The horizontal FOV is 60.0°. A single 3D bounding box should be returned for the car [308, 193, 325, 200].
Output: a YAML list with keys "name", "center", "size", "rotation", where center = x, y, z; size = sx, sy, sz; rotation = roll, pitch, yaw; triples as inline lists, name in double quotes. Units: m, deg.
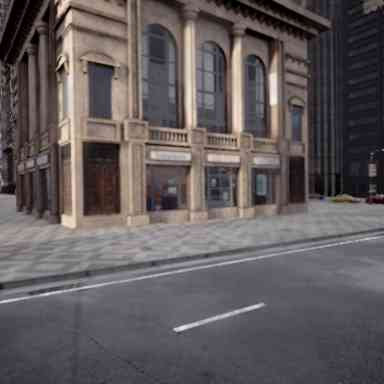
- name: "car"
  center: [23.892, 0.844, 65.358]
  size: [1.947, 1.339, 4.313]
  rotation: [-1, 1, -36]

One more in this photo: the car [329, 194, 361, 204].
- name: "car"
  center: [23.661, 1.052, 51.112]
  size: [1.752, 1.417, 4.829]
  rotation: [-1, 1, -36]

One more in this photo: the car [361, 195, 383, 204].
- name: "car"
  center: [26.854, 1.115, 46.689]
  size: [1.887, 1.381, 4.507]
  rotation: [-1, 1, -36]
